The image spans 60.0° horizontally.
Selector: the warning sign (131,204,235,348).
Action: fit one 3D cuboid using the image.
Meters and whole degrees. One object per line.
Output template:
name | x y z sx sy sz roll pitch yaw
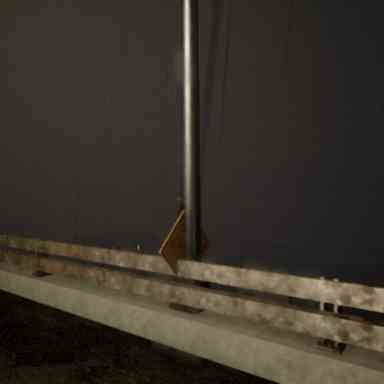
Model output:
warning sign | -0.106 1.138 5.241 1.060 1.860 1.300 0 0 36
